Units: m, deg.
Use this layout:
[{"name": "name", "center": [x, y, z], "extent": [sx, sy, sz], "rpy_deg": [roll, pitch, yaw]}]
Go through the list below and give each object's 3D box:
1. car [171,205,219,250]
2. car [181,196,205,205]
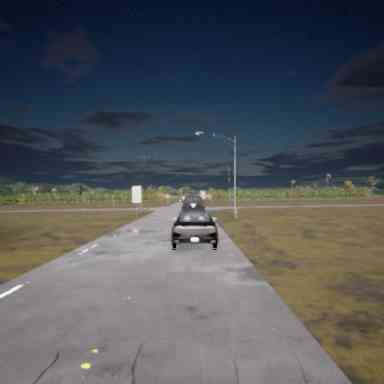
[{"name": "car", "center": [0.108, 1.524, 14.491], "extent": [2.128, 1.511, 4.902], "rpy_deg": [0, 0, 0]}, {"name": "car", "center": [0.116, 1.381, 32.419], "extent": [2.150, 2.045, 5.566], "rpy_deg": [0, -1, 0]}]
